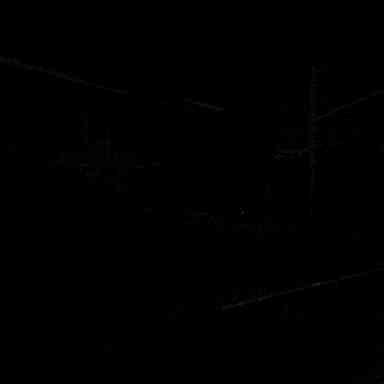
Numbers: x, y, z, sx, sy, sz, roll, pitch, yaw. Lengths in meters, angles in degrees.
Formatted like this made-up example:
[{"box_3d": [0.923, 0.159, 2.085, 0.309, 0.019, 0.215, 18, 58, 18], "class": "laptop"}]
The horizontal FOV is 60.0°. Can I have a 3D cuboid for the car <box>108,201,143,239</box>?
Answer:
[{"box_3d": [-4.287, 1.445, 18.384, 1.905, 1.878, 3.866, 1, 0, -36], "class": "car"}]

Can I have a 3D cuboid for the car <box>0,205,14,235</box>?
[{"box_3d": [-11.416, 1.524, 18.647, 2.242, 1.667, 4.611, 1, 0, -36], "class": "car"}]

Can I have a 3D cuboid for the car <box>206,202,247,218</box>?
[{"box_3d": [3.310, 1.727, 33.096, 2.128, 1.511, 4.902, 1, 0, -35], "class": "car"}]
